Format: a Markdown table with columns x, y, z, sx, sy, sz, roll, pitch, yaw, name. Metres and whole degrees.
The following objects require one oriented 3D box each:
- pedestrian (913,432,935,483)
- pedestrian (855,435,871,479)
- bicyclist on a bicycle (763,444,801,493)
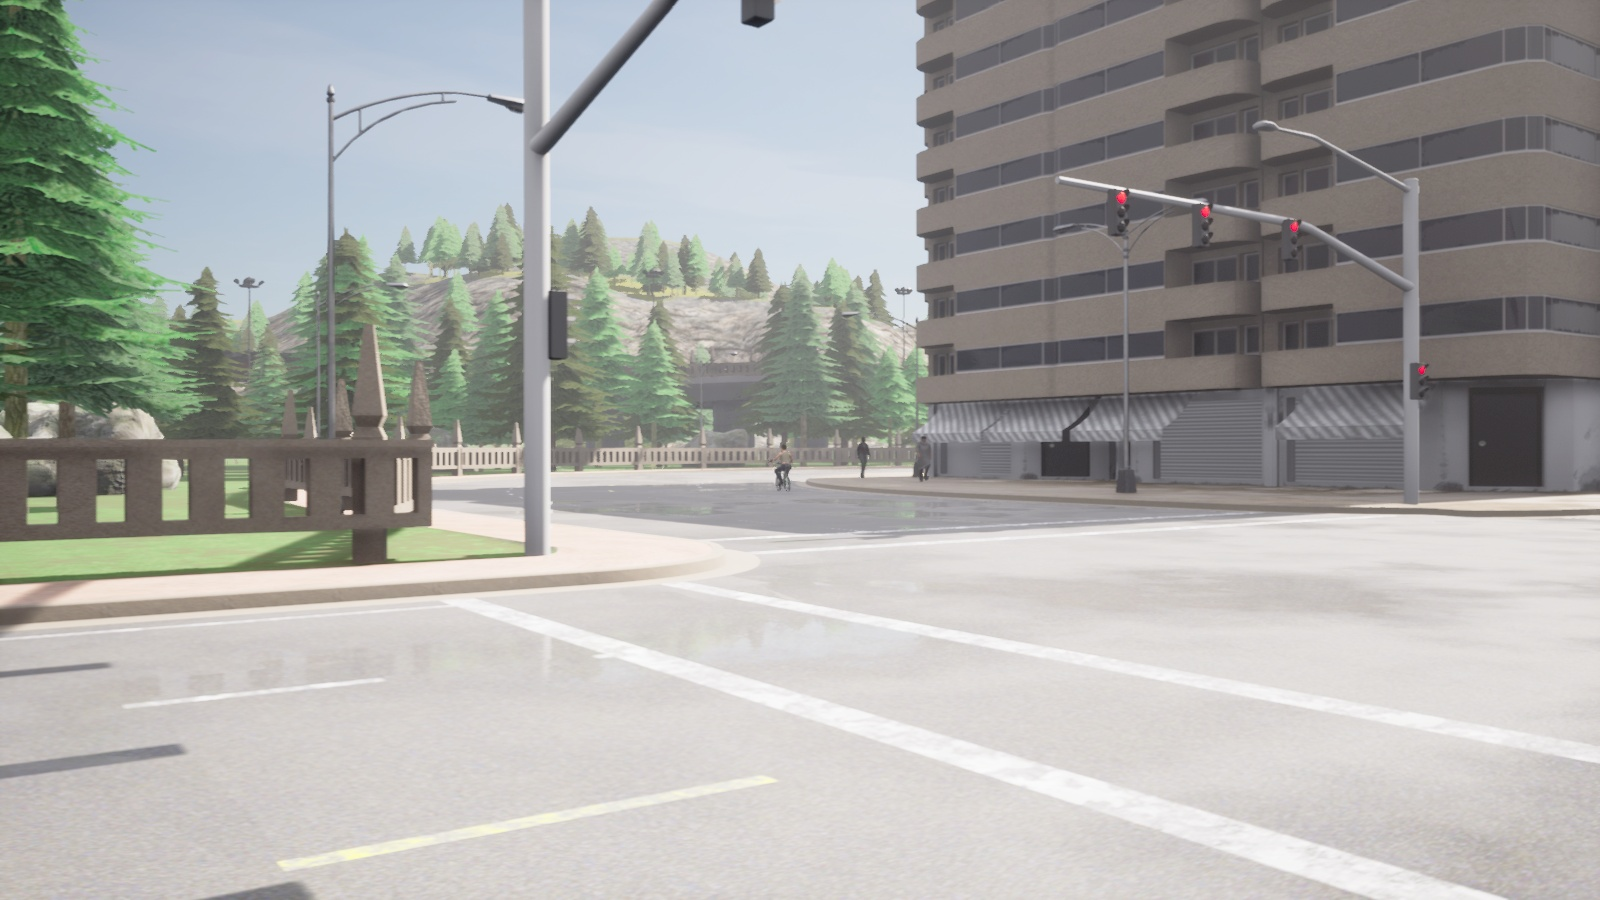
| x | y | z | sx | sy | sz | roll | pitch | yaw | name |
| --- | --- | --- | --- | --- | --- | --- | --- | --- | --- |
| 4.839 | 0.291 | 49.089 | 0.659 | 1.952 | 0.873 | 0 | 0 | -10 | pedestrian |
| 2.779 | 0.296 | 55.350 | 0.402 | 1.930 | 0.666 | 0 | 0 | -26 | pedestrian |
| -0.607 | 0.611 | 42.348 | 0.866 | 1.612 | 1.509 | 0 | 0 | -19 | bicyclist on a bicycle |
